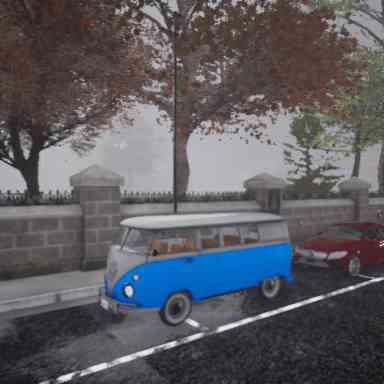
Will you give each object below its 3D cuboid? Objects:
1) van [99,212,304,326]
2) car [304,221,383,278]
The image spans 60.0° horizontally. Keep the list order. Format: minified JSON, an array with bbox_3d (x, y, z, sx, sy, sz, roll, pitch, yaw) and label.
[{"bbox_3d":[0.258,1.334,6.745,3.998,1.788,1.690,0,0,-36],"label":"van"},{"bbox_3d":[4.842,1.566,10.016,4.206,1.307,1.802,0,0,-36],"label":"car"}]
